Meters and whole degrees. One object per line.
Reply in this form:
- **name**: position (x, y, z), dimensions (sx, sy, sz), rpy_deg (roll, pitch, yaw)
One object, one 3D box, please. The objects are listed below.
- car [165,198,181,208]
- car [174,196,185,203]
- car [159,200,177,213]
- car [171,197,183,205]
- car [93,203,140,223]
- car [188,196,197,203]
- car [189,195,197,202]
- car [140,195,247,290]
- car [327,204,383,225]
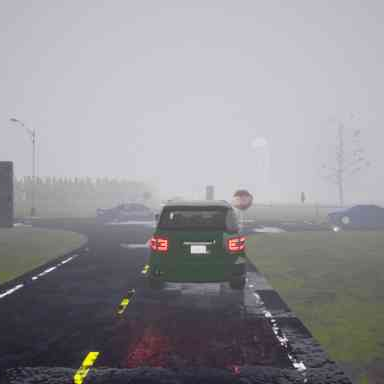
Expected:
- **car**: position (-2.709, 1.598, 48.831), dimensions (1.994, 1.385, 4.181), rpy_deg (0, 0, 1)
- **car**: position (-2.587, 1.604, 69.786), dimensions (2.033, 1.411, 5.357), rpy_deg (0, 0, 0)
- **car**: position (-2.731, 1.622, 38.874), dimensions (1.895, 1.301, 4.718), rpy_deg (0, 0, -1)
- **car**: position (-2.665, 1.575, 59.115), dimensions (1.812, 1.442, 4.674), rpy_deg (0, 0, 1)
- **car**: position (-4.570, 1.507, 24.955), dimensions (5.357, 1.411, 2.033), rpy_deg (1, 0, -32)
- **car**: position (0.165, 1.591, 70.201), dimensions (1.812, 1.442, 4.674), rpy_deg (0, 0, 0)
- **car**: position (0.184, 1.497, 80.204), dimensions (1.882, 1.535, 5.008), rpy_deg (0, 0, 0)
- **car**: position (0.108, 1.222, 9.220), dimensions (2.150, 2.045, 5.566), rpy_deg (0, 0, 0)
- **car**: position (12.930, 1.671, 25.380), dimensions (5.008, 1.535, 1.882), rpy_deg (1, 1, 0)
